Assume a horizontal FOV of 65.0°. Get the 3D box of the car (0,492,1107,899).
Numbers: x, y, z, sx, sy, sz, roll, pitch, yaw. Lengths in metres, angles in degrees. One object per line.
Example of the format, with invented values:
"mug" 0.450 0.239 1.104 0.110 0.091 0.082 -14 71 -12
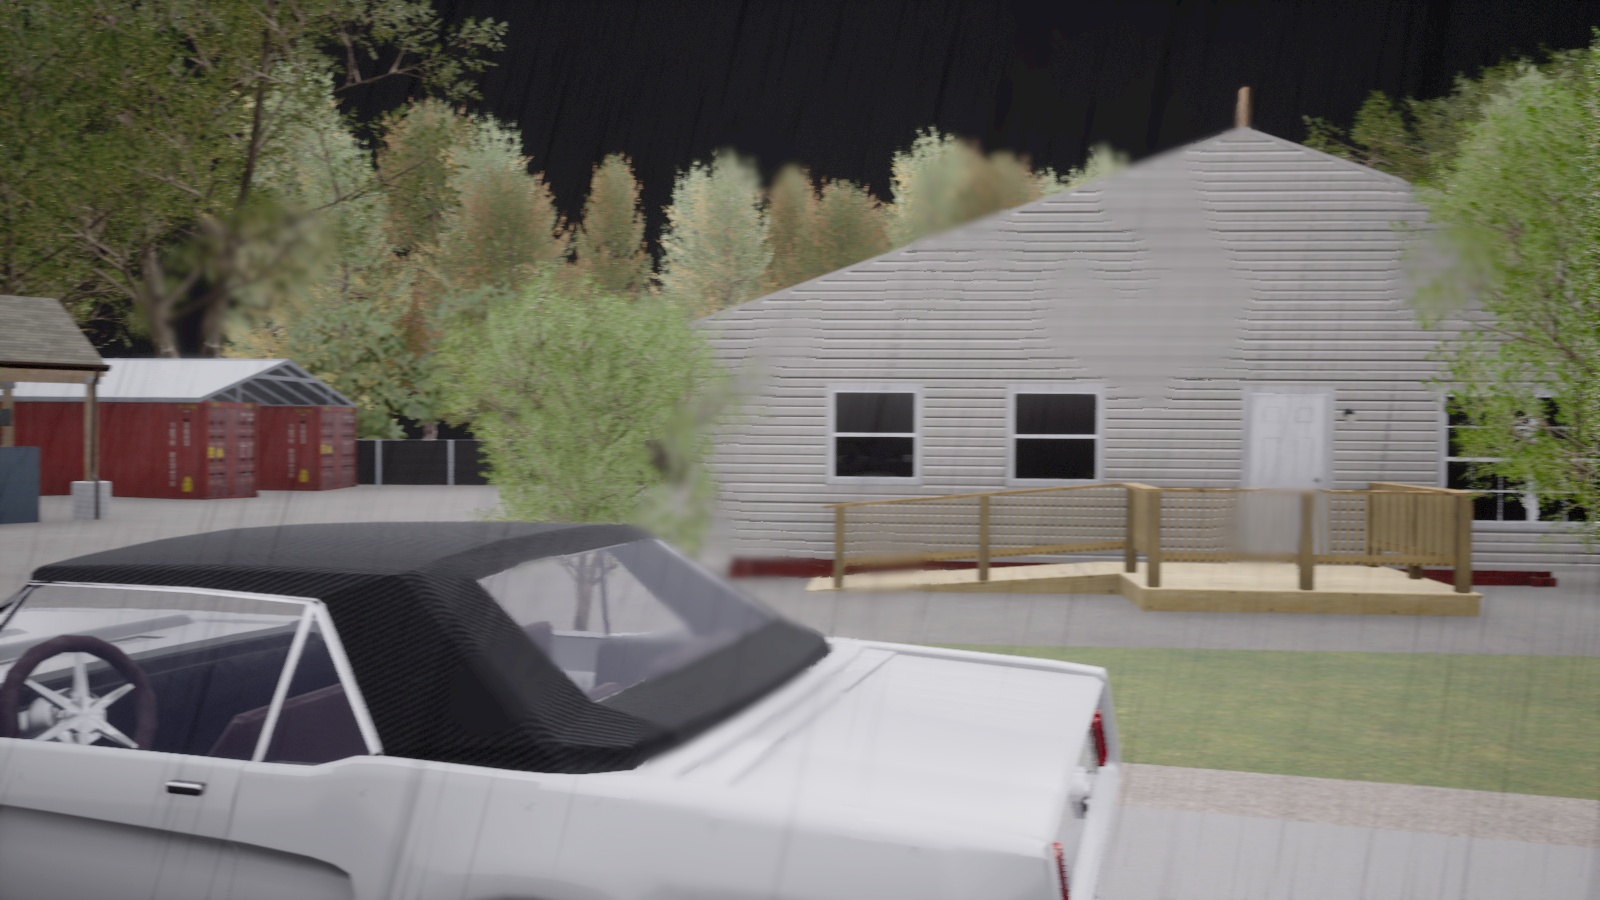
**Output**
"car" -1.583 0.855 3.684 4.718 1.301 1.895 0 1 17
